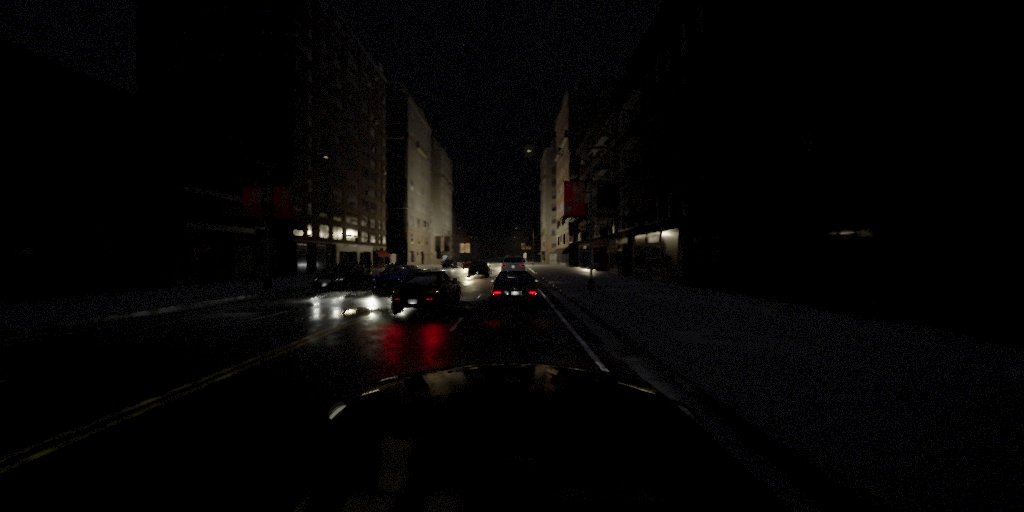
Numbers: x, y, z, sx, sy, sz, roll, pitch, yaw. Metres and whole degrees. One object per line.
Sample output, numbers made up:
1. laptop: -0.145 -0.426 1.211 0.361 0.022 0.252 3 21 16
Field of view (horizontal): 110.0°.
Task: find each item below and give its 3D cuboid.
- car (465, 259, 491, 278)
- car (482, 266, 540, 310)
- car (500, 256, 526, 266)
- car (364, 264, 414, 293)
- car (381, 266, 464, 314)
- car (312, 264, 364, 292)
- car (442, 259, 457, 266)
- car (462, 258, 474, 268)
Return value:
1. car: -3.152 1.274 34.878 1.837 1.490 4.892 0 0 0
2. car: 0.100 1.301 14.574 2.033 1.411 5.357 0 0 0
3. car: 0.098 0.990 33.937 2.150 2.045 5.566 0 0 0
4. car: -6.601 1.234 21.112 1.882 1.535 5.008 0 0 0
5. car: -3.151 1.278 13.685 1.812 1.442 4.674 0 0 0
6. car: -9.850 1.248 21.268 2.128 1.511 4.902 0 0 0
7. car: -9.826 1.302 56.511 1.837 1.490 4.892 0 0 0
8. car: -6.579 1.149 55.983 2.097 1.767 4.553 0 0 0
